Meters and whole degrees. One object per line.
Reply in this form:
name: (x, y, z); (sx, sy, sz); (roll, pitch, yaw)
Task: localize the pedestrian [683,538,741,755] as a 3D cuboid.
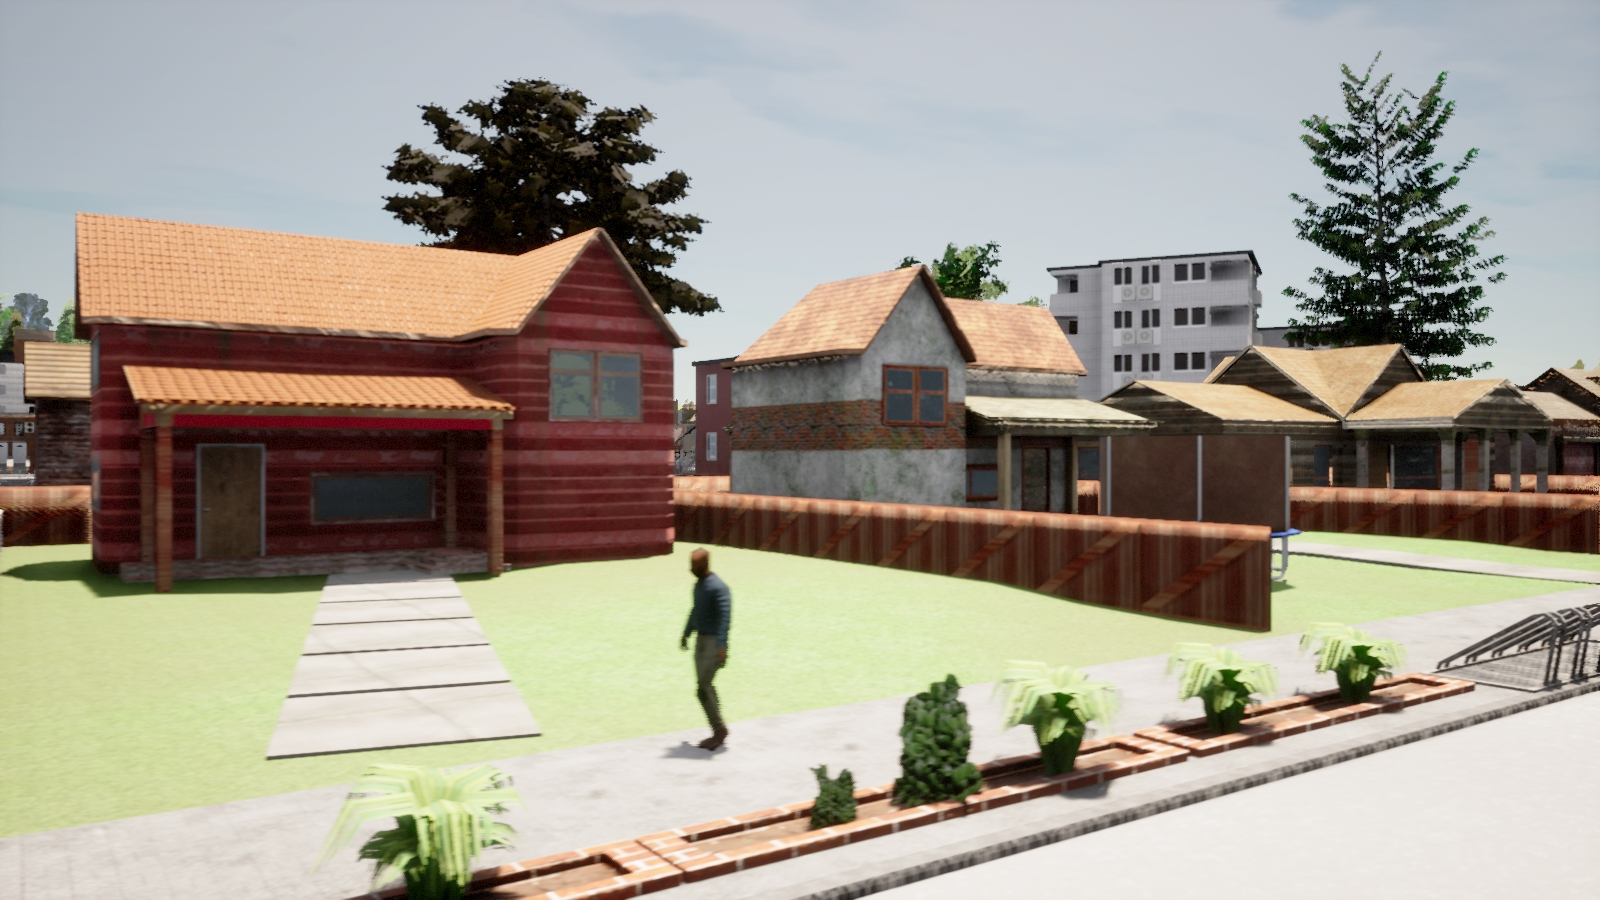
pedestrian: (-0.790, 1.744, 10.270); (0.375, 1.860, 0.375); (0, 0, -36)
